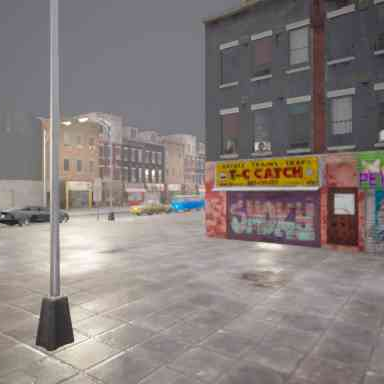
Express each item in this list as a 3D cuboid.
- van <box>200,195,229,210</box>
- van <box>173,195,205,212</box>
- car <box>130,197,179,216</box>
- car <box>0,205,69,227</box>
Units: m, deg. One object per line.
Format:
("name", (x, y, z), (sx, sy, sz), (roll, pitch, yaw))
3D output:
("van", (2.826, 1.235, 40.541), (1.690, 1.788, 3.998), (0, 0, 36))
("van", (-0.470, 1.250, 35.939), (1.690, 1.788, 3.998), (0, 0, 36))
("car", (-3.667, 1.449, 31.476), (1.752, 1.417, 4.829), (0, 0, 36))
("car", (-10.357, 1.522, 22.134), (1.947, 1.339, 4.313), (0, 0, 36))
